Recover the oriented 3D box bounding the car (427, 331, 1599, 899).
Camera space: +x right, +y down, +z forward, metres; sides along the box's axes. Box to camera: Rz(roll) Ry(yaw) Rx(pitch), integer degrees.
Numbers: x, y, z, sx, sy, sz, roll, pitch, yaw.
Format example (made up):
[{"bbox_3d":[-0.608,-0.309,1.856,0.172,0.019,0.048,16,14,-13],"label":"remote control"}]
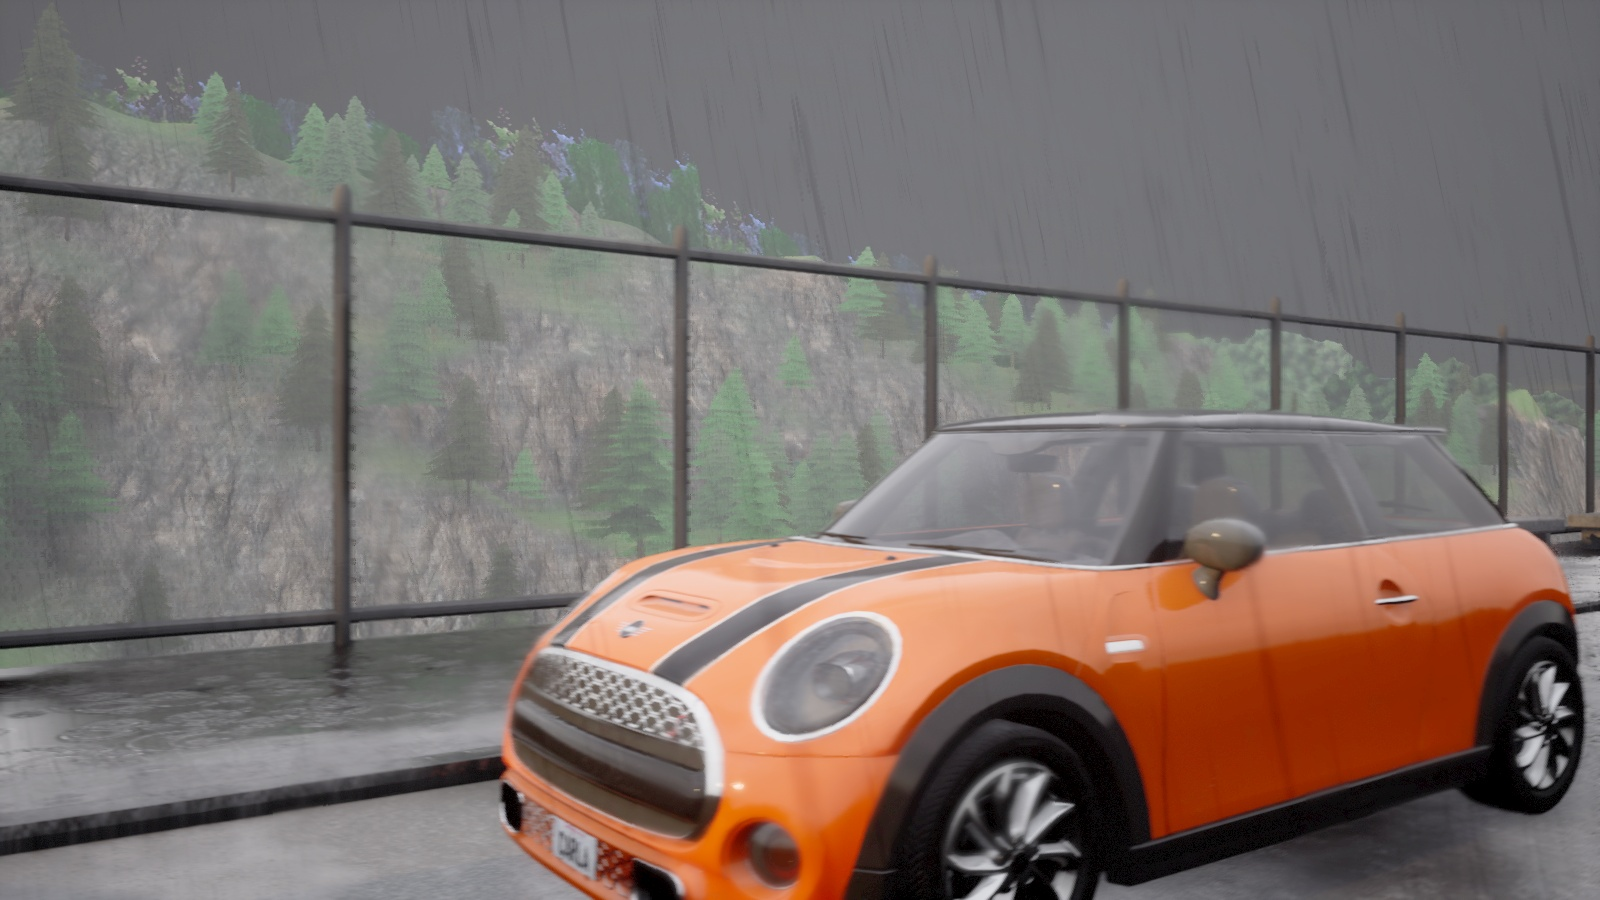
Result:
[{"bbox_3d":[1.103,0.613,5.037,4.553,1.767,2.097,0,0,-35],"label":"car"}]
